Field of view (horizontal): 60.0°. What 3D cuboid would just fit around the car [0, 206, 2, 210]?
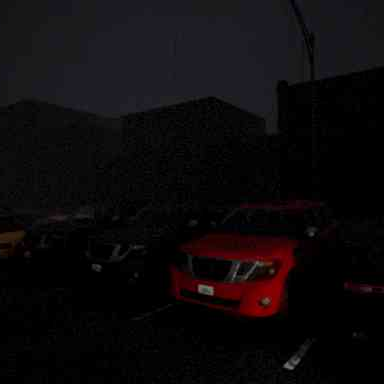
[{"bbox_3d":[-9.313,1.600,15.706,2.097,1.535,5.008,-1,-1,36],"label":"car"}]

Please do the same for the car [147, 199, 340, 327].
[{"bbox_3d":[1.839,1.233,7.624,2.435,2.045,5.566,0,0,36],"label":"car"}]

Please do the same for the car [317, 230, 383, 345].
[{"bbox_3d":[4.089,1.478,6.027,2.097,1.535,5.008,0,0,36],"label":"car"}]

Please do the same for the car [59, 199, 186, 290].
[{"bbox_3d":[-0.392,1.242,9.235,2.435,2.045,5.566,0,0,36],"label":"car"}]

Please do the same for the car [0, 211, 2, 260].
[{"bbox_3d":[-4.950,1.532,12.333,1.946,1.575,5.366,-1,0,36],"label":"car"}]

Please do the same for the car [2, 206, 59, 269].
[{"bbox_3d":[-2.628,1.261,10.850,2.435,2.045,5.566,0,0,36],"label":"car"}]
